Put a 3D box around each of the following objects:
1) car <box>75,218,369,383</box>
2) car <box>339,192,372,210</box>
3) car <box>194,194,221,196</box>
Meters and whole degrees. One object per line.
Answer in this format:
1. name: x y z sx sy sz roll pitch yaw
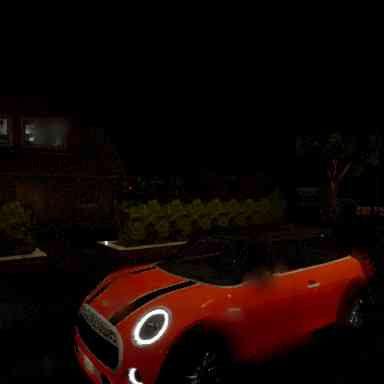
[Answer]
1. car: 0.662 1.352 5.074 4.553 1.767 2.097 0 0 -35
2. car: 17.452 0.985 36.235 3.866 1.878 1.905 0 0 0
3. car: 1.831 1.221 30.197 2.150 2.045 5.566 0 0 -35
